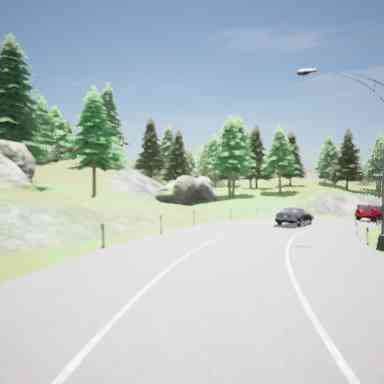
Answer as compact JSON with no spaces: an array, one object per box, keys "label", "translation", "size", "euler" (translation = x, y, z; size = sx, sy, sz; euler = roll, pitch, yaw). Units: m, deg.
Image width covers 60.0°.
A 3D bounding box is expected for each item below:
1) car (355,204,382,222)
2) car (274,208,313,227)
[{"label":"car","translation":[22.769,2.683,41.898],"size":[5.566,2.045,2.150],"euler":[5,-1,-35]},{"label":"car","translation":[8.301,1.983,26.806],"size":[2.033,1.411,5.357],"euler":[2,-1,33]}]
